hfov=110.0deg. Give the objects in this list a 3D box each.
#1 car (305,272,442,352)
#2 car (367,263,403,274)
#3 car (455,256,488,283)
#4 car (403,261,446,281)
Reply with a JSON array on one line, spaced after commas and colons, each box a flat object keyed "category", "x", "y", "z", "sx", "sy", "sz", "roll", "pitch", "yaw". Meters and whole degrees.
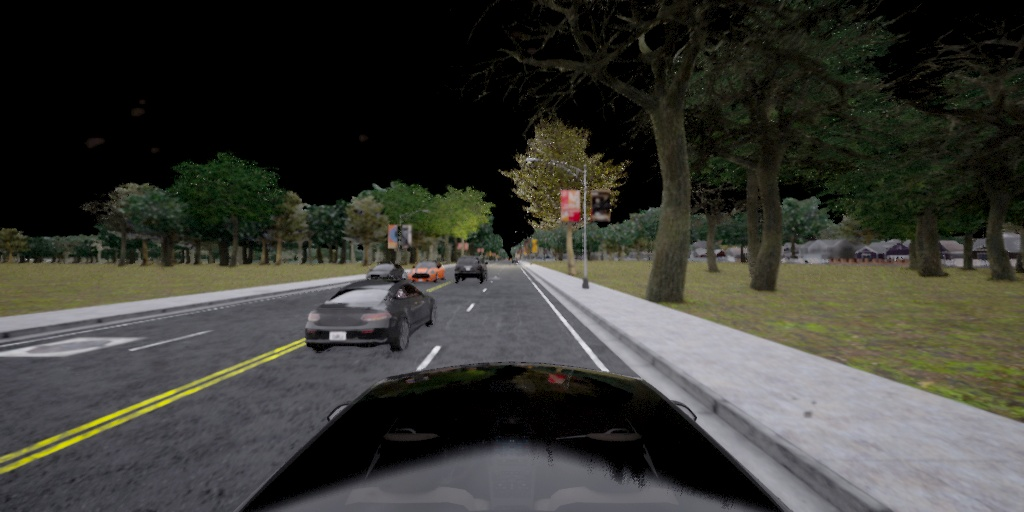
[{"category": "car", "x": -3.158, "y": 1.294, "z": 8.811, "sx": 1.812, "sy": 1.442, "sz": 4.674, "roll": 0, "pitch": 0, "yaw": 0}, {"category": "car", "x": -9.852, "y": 1.325, "z": 28.265, "sx": 1.837, "sy": 1.490, "sz": 4.892, "roll": 0, "pitch": 0, "yaw": 0}, {"category": "car", "x": -3.155, "y": 1.043, "z": 28.527, "sx": 2.150, "sy": 2.045, "sz": 5.566, "roll": 0, "pitch": 0, "yaw": 0}, {"category": "car", "x": -6.601, "y": 1.172, "z": 28.151, "sx": 2.097, "sy": 1.767, "sz": 4.553, "roll": 0, "pitch": 0, "yaw": 0}]
